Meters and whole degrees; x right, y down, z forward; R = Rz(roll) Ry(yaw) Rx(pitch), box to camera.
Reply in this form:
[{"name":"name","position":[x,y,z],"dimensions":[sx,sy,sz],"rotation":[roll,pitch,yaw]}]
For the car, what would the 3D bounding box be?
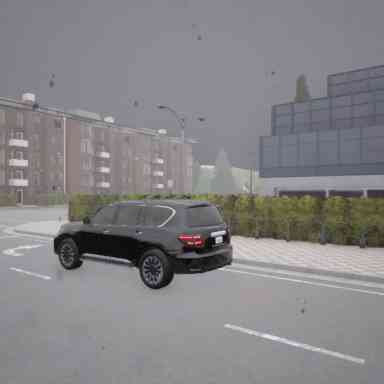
[{"name":"car","position":[-1.552,1.221,9.387],"dimensions":[5.566,2.045,2.150],"rotation":[0,0,35]}]
